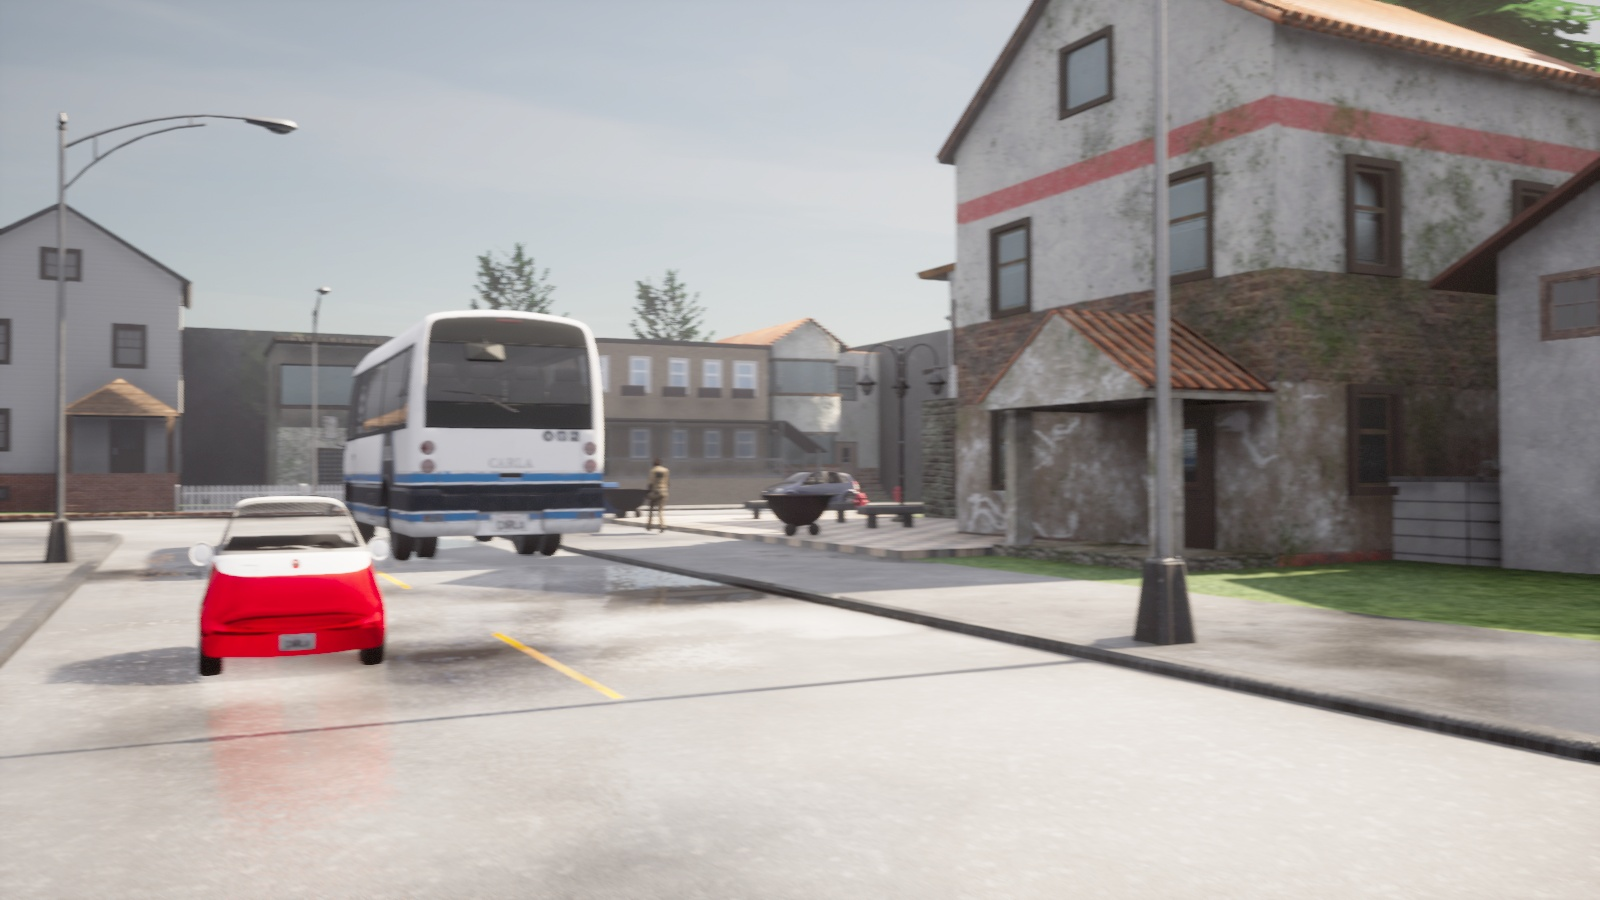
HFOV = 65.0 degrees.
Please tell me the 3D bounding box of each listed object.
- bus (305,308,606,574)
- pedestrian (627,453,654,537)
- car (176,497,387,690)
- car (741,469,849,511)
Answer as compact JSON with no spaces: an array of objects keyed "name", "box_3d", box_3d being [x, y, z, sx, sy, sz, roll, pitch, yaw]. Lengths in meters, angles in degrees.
[{"name":"bus","box_3d":[-7.455,-0.035,25.535,3.944,4.253,10.273,0,-1,-27]},{"name":"pedestrian","box_3d":[-3.760,1.053,29.527,0.396,1.930,0.692,0,-1,-27]},{"name":"car","box_3d":[-4.425,1.104,10.574,1.481,1.376,2.207,0,-1,-27]},{"name":"car","box_3d":[-0.214,1.601,51.197,3.988,1.617,1.851,0,-1,-27]}]
